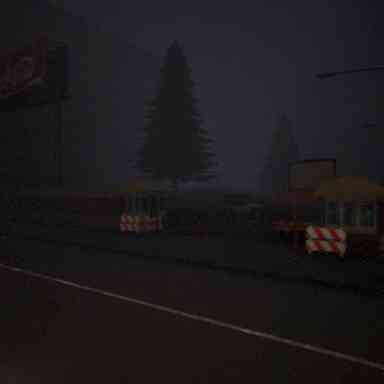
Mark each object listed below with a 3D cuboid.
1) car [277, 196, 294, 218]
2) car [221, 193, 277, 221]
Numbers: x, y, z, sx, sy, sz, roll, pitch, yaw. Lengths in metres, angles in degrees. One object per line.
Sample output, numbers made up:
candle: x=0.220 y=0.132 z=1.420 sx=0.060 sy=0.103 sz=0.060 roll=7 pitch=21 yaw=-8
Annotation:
car: x=6.080 y=1.333 z=27.646 sx=4.193 sy=1.474 sz=1.816 roll=0 pitch=0 yaw=35
car: x=4.142 y=1.144 z=25.587 sx=3.866 sy=1.878 sz=1.905 roll=0 pitch=0 yaw=35
